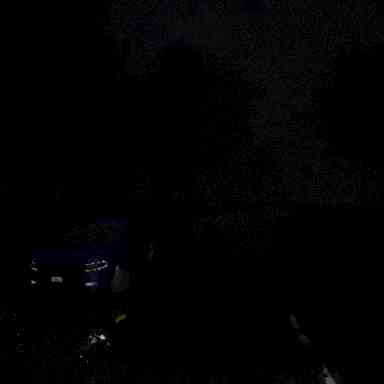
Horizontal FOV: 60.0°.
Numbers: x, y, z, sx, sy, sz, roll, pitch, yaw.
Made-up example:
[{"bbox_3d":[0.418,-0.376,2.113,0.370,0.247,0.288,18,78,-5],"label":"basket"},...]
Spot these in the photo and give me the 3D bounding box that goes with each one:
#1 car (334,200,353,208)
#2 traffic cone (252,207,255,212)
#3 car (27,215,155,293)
[{"bbox_3d":[29.442,2.296,64.460,4.892,1.490,1.837,2,-3,-38],"label":"car"},{"bbox_3d":[8.018,2.279,43.335,0.340,0.580,0.340,-1,-1,31],"label":"traffic cone"},{"bbox_3d":[-2.355,1.446,9.026,1.882,1.535,5.008,0,0,7],"label":"car"}]
